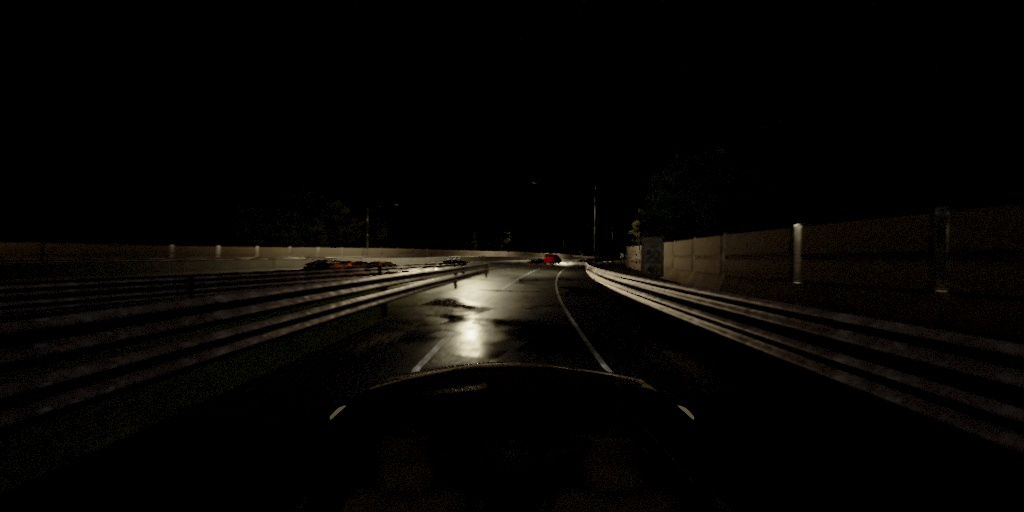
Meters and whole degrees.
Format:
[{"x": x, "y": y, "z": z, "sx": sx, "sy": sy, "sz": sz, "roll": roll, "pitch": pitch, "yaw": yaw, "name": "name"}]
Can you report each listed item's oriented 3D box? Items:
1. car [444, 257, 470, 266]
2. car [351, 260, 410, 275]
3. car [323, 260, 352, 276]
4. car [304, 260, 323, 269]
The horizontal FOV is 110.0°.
[{"x": -8.202, "y": 0.953, "z": 53.724, "sx": 2.128, "sy": 1.511, "sz": 4.902, "roll": 1, "pitch": 1, "yaw": 26, "name": "car"}, {"x": -11.167, "y": 1.167, "z": 31.586, "sx": 1.882, "sy": 1.535, "sz": 5.008, "roll": 1, "pitch": 1, "yaw": 26, "name": "car"}, {"x": -14.315, "y": 1.122, "z": 33.114, "sx": 1.882, "sy": 1.535, "sz": 5.008, "roll": 1, "pitch": 1, "yaw": 26, "name": "car"}, {"x": -17.465, "y": 1.091, "z": 34.641, "sx": 2.128, "sy": 1.511, "sz": 4.902, "roll": 1, "pitch": 1, "yaw": 26, "name": "car"}]
